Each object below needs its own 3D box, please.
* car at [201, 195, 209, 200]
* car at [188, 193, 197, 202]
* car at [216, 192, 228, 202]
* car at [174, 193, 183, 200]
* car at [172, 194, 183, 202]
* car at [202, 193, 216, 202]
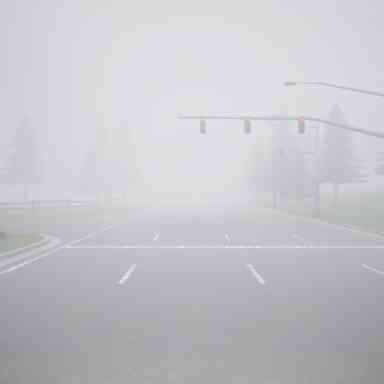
[{"bbox_3d":[3.500,1.426,88.253,1.895,1.301,4.718,0,0,0],"label":"car"},{"bbox_3d":[0.000,1.436,74.472,1.994,1.385,4.181,0,0,0],"label":"car"},{"bbox_3d":[7.000,1.408,74.472,1.812,1.442,4.674,0,0,0],"label":"car"},{"bbox_3d":[-3.500,1.186,88.193,2.097,1.767,4.553,0,0,0],"label":"car"},{"bbox_3d":[-3.500,1.424,74.472,2.033,1.411,5.357,0,0,0],"label":"car"},{"bbox_3d":[3.500,1.409,74.472,2.128,1.511,4.902,0,0,0],"label":"car"}]
